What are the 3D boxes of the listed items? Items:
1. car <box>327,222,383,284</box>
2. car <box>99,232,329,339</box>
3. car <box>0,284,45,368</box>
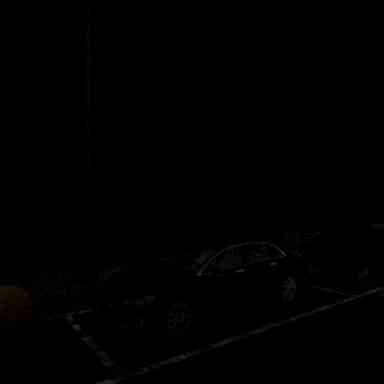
[{"bbox_3d":[4.840,1.587,9.637,4.313,1.339,1.947,0,0,-35],"label":"car"},{"bbox_3d":[0.433,1.560,6.496,4.403,1.369,2.008,0,0,-35],"label":"car"},{"bbox_3d":[-4.113,1.522,3.255,4.829,1.417,1.752,0,0,-35],"label":"car"}]
